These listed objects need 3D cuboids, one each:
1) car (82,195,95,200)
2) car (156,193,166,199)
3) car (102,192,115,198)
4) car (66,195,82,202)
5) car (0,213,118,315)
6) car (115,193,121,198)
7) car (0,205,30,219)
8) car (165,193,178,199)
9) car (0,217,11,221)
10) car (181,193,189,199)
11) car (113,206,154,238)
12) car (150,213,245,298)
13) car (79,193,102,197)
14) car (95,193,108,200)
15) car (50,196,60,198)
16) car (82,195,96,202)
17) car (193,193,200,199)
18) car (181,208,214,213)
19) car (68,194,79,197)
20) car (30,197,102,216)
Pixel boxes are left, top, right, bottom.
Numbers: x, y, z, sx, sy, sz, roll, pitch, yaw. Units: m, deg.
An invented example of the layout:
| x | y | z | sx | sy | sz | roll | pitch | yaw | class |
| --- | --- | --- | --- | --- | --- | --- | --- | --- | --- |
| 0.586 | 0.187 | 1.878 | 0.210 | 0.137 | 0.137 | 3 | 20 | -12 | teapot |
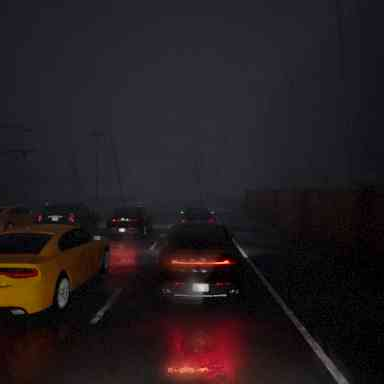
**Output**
| x | y | z | sx | sy | sz | roll | pitch | yaw | class |
| --- | --- | --- | --- | --- | --- | --- | --- | --- | --- |
| -26.799 | 1.411 | 86.344 | 1.895 | 1.301 | 4.718 | 0 | 1 | 1 | car |
| -9.125 | 1.170 | 94.839 | 1.882 | 1.535 | 5.008 | 0 | 1 | 1 | car |
| -20.005 | 1.141 | 75.983 | 2.150 | 2.045 | 5.566 | 0 | 0 | 1 | car |
| -27.001 | 1.467 | 76.255 | 1.994 | 1.385 | 4.181 | 0 | 0 | 1 | car |
| -3.324 | 1.478 | 7.691 | 1.882 | 1.535 | 5.008 | 0 | 0 | 1 | car |
| -19.801 | 1.172 | 86.175 | 2.097 | 1.767 | 4.553 | 0 | 1 | 1 | car |
| -10.199 | 1.478 | 18.474 | 1.882 | 1.535 | 5.008 | 0 | 0 | 1 | car |
| -5.625 | 1.217 | 94.765 | 2.128 | 1.511 | 4.902 | 0 | 1 | 1 | car |
| -6.812 | 1.564 | 8.442 | 1.994 | 1.385 | 4.181 | 0 | 0 | 0 | car |
| -2.118 | 1.046 | 95.079 | 2.097 | 1.767 | 4.553 | 0 | 1 | 1 | car |
| -3.203 | 1.505 | 17.770 | 1.837 | 1.490 | 4.892 | 0 | 0 | 0 | car |
| 0.186 | 1.505 | 8.515 | 1.837 | 1.490 | 4.892 | 0 | 0 | 1 | car |
| -20.200 | 1.311 | 66.102 | 2.097 | 1.767 | 4.553 | 0 | 0 | 1 | car |
| -23.303 | 1.174 | 86.083 | 2.097 | 1.767 | 4.553 | 0 | 1 | 1 | car |
| -27.199 | 1.528 | 66.193 | 1.994 | 1.385 | 4.181 | 0 | 0 | 1 | car |
| -23.505 | 1.469 | 76.020 | 1.994 | 1.385 | 4.181 | 0 | 0 | 1 | car |
| 1.382 | 1.242 | 95.041 | 1.994 | 1.385 | 4.181 | 0 | 1 | 1 | car |
| 0.305 | 1.564 | 18.632 | 1.994 | 1.385 | 4.181 | 0 | 0 | 1 | car |
| -23.699 | 1.330 | 66.162 | 2.097 | 1.767 | 4.553 | 0 | 0 | 1 | car |
| -6.698 | 1.352 | 18.462 | 2.097 | 1.767 | 4.553 | 0 | 0 | 1 | car |
